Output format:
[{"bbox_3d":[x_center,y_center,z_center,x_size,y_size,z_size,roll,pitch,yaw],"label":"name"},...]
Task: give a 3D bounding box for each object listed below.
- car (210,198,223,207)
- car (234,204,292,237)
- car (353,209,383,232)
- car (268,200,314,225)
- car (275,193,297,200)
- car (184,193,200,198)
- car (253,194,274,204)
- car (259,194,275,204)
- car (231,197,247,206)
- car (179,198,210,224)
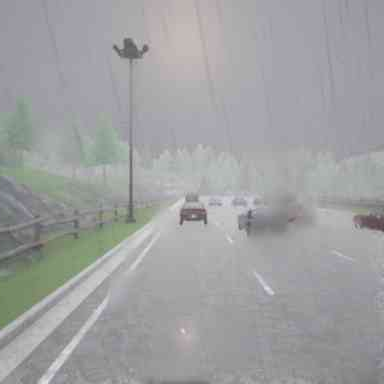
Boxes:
[{"bbox_3d":[3.510,1.496,50.418,1.895,1.301,4.718,0,0,0],"label":"car"},{"bbox_3d":[3.604,1.564,17.917,1.895,1.301,4.718,0,0,0],"label":"car"},{"bbox_3d":[10.604,1.564,17.916,1.895,1.301,4.718,0,0,0],"label":"car"},{"bbox_3d":[7.104,1.514,23.697,1.994,1.385,4.181,0,0,0],"label":"car"},{"bbox_3d":[14.010,1.118,49.998,2.150,2.045,5.566,0,0,0],"label":"car"},{"bbox_3d":[0.010,1.117,50.001,2.150,2.045,5.566,0,0,0],"label":"car"},{"bbox_3d":[10.510,1.460,50.419,1.994,1.385,4.181,0,0,0],"label":"car"},{"bbox_3d":[14.024,1.233,62.505,2.097,1.767,4.553,0,0,0],"label":"car"},{"bbox_3d":[7.010,1.444,49.970,2.033,1.411,5.357,0,0,0],"label":"car"},{"bbox_3d":[0.105,1.427,24.241,1.882,1.535,5.008,0,0,0],"label":"car"}]
